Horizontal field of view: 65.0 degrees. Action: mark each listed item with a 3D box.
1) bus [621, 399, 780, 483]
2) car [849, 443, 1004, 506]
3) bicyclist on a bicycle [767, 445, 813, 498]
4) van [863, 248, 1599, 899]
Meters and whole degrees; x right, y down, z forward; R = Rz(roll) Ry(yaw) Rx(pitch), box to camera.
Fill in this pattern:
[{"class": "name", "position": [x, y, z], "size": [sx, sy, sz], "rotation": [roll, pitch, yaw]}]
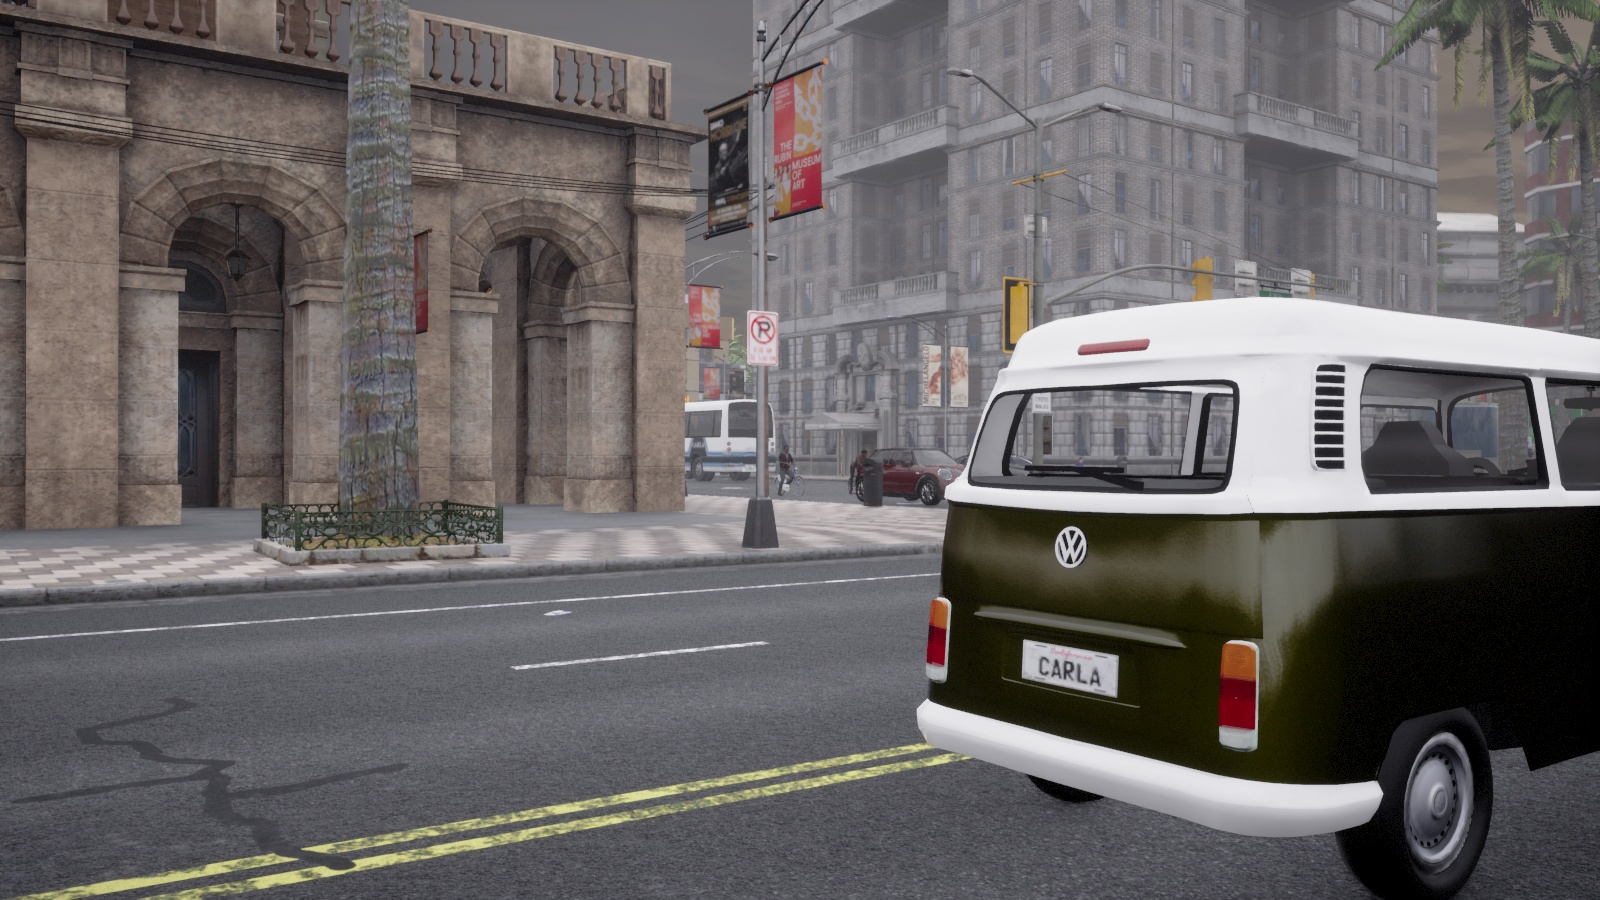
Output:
[{"class": "bus", "position": [-5.665, -0.451, 68.777], "size": [3.944, 4.253, 10.273], "rotation": [0, 0, -36]}, {"class": "car", "position": [3.674, 0.687, 37.230], "size": [2.097, 1.767, 4.553], "rotation": [0, 0, -35]}, {"class": "bicyclist on a bicycle", "position": [-0.353, 0.721, 42.982], "size": [0.659, 1.776, 1.843], "rotation": [0, 0, -35]}, {"class": "van", "position": [2.684, 0.476, 5.517], "size": [4.480, 2.038, 2.069], "rotation": [0, 0, -35]}]
